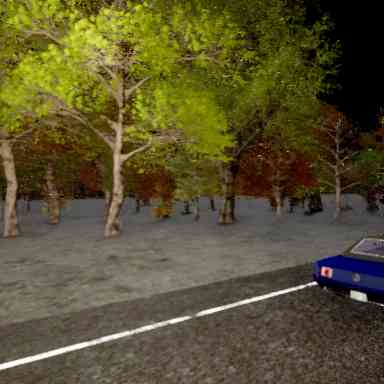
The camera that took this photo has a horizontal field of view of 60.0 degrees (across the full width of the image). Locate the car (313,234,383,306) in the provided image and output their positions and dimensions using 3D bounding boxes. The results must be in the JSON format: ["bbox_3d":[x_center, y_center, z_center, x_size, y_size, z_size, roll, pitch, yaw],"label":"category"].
[{"bbox_3d":[4.830,1.597,7.312,4.718,1.301,1.895,0,0,-35],"label":"car"}]
